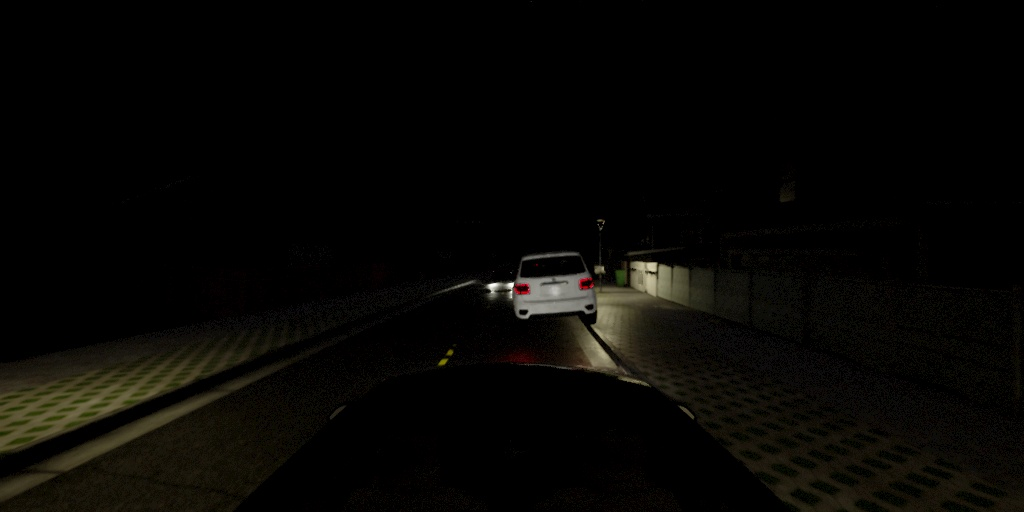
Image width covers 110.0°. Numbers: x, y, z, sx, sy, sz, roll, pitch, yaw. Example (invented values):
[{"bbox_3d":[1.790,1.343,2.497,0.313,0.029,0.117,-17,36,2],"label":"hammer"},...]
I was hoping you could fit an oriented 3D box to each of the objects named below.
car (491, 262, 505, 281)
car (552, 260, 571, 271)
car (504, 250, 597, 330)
[{"bbox_3d":[-0.394,1.209,30.129,1.882,1.535,5.008,0,0,10],"label":"car"},{"bbox_3d":[6.984,1.270,50.279,1.812,1.442,4.674,0,0,17],"label":"car"},{"bbox_3d":[1.182,0.894,11.199,2.150,2.045,5.566,-5,0,3],"label":"car"}]
